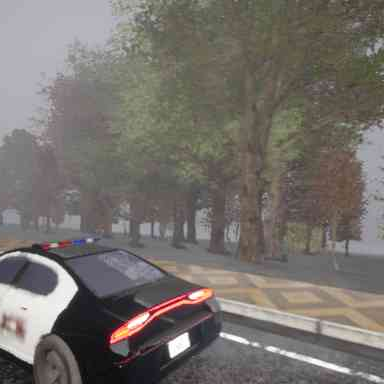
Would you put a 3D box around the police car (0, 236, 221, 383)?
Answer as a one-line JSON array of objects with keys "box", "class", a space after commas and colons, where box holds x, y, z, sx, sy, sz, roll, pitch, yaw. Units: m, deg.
[{"box": [-2.113, 1.489, 5.050, 4.974, 1.542, 2.038, 0, 0, 35], "class": "police car"}]
